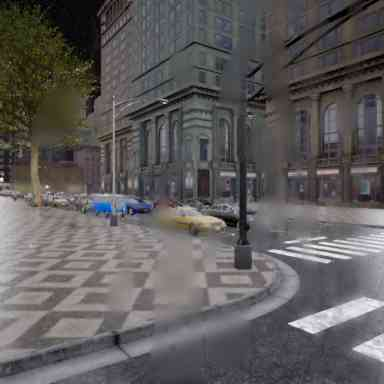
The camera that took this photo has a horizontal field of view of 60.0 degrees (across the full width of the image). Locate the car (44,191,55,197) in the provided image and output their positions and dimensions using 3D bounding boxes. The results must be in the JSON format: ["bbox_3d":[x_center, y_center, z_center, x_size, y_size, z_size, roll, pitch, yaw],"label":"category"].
[{"bbox_3d":[-35.408,0.472,82.539,1.802,1.307,4.206,1,0,-35],"label":"car"}]

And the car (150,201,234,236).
[{"bbox_3d":[-0.153,1.398,17.816,1.752,1.417,4.829,1,0,-35],"label":"car"}]

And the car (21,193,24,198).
[{"bbox_3d":[-26.171,0.830,54.676,2.008,1.369,4.403,1,0,-35],"label":"car"}]

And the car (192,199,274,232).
[{"bbox_3d":[2.408,1.370,18.803,2.128,1.511,4.902,0,1,-36],"label":"car"}]

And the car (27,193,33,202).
[{"bbox_3d":[-22.931,0.911,50.087,2.008,1.369,4.403,1,0,-35],"label":"car"}]

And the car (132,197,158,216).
[{"bbox_3d":[-5.274,1.212,29.676,1.882,1.535,5.008,0,2,-35],"label":"car"}]

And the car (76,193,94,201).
[{"bbox_3d":[-19.211,0.861,59.597,1.802,1.307,4.206,1,0,-35],"label":"car"}]

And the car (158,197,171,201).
[{"bbox_3d":[-3.011,1.224,36.651,1.887,1.381,4.507,1,0,-35],"label":"car"}]

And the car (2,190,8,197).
[{"bbox_3d":[-42.368,0.330,77.620,1.967,1.590,4.097,1,0,-35],"label":"car"}]

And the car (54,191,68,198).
[{"bbox_3d":[-28.928,0.588,73.362,1.887,1.381,4.507,1,0,-35],"label":"car"}]

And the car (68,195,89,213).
[{"bbox_3d":[-9.972,1.230,31.727,2.008,1.369,4.403,1,0,-35],"label":"car"}]

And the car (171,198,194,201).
[{"bbox_3d":[0.228,1.315,32.062,1.947,1.339,4.313,1,0,-35],"label":"car"}]

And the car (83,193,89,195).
[{"bbox_3d":[-15.971,0.910,55.008,2.008,1.369,4.403,1,0,-35],"label":"car"}]

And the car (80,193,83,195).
[{"bbox_3d":[-17.633,0.929,47.342,2.128,1.511,4.902,0,1,-35],"label":"car"}]

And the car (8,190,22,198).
[{"bbox_3d":[-35.888,0.484,68.442,1.967,1.590,4.097,1,0,-35],"label":"car"}]

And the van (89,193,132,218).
[{"bbox_3d":[-6.730,1.091,27.137,1.690,1.788,3.998,1,0,-35],"label":"van"}]

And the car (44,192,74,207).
[{"bbox_3d":[-16.354,1.051,40.770,1.752,1.417,4.829,1,0,-35],"label":"car"}]

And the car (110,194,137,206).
[{"bbox_3d":[-9.492,1.074,45.832,2.008,1.369,4.403,1,0,-35],"label":"car"}]

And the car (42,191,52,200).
[{"bbox_3d":[-19.691,0.992,45.498,2.008,1.369,4.403,1,0,-35],"label":"car"}]

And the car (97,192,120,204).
[{"bbox_3d":[-12.729,0.881,50.420,1.967,1.590,4.097,1,0,-35],"label":"car"}]
